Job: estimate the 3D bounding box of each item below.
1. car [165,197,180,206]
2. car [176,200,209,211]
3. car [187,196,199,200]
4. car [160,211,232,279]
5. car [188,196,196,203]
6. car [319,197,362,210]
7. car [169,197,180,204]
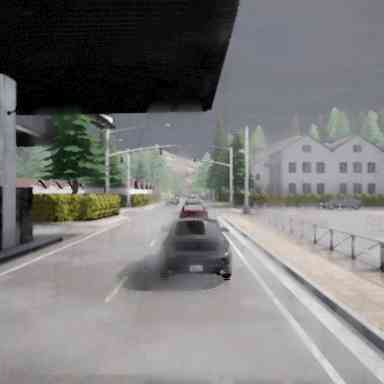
[{"bbox_3d":[-3.493,1.698,57.828,1.994,1.385,4.181,0,0,0],"label":"car"},{"bbox_3d":[0.104,1.530,22.486,1.882,1.535,5.008,0,0,0],"label":"car"},{"bbox_3d":[0.084,1.458,36.142,1.837,1.490,4.892,-1,0,0],"label":"car"},{"bbox_3d":[0.101,1.528,10.105,1.837,1.490,4.892,0,0,0],"label":"car"},{"bbox_3d":[0.010,1.681,78.280,1.837,1.490,4.892,0,0,0],"label":"car"},{"bbox_3d":[17.966,1.394,40.293,4.902,1.511,2.128,0,0,0],"label":"car"},{"bbox_3d":[-3.491,1.757,67.823,1.895,1.301,4.718,0,0,0],"label":"car"}]
